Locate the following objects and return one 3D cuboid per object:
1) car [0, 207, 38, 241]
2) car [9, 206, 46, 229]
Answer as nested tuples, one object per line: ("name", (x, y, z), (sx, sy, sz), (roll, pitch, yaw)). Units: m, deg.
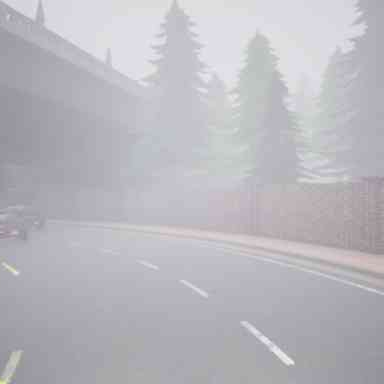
("car", (-9.853, 1.699, 16.605), (4.674, 1.442, 1.812), (-1, 0, 39))
("car", (-11.670, 1.710, 22.074), (4.892, 1.490, 1.837), (-1, 0, 35))
